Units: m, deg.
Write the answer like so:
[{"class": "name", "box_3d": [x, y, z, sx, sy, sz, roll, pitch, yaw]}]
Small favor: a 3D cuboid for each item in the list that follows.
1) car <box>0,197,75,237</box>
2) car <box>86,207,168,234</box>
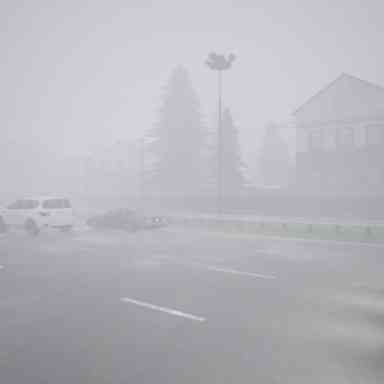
[{"class": "car", "box_3d": [-9.032, 1.308, 19.040, 5.566, 2.045, 2.150, 0, 0, 36]}, {"class": "car", "box_3d": [-3.951, 1.616, 19.714, 5.357, 1.411, 2.033, 0, 0, 36]}]
